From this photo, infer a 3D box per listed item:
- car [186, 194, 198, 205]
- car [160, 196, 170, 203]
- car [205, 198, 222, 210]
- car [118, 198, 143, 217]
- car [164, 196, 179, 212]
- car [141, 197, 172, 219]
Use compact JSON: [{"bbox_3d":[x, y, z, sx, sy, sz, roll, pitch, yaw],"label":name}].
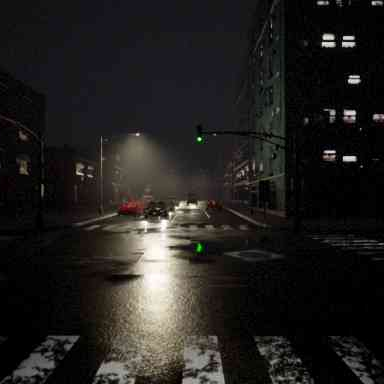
[{"bbox_3d":[0.010,1.562,58.813,2.033,1.411,5.357,0,0,0],"label":"car"},{"bbox_3d":[-5.665,1.601,70.947,1.802,1.307,4.206,1,0,0],"label":"car"},{"bbox_3d":[2.713,1.450,42.573,1.967,1.590,4.097,1,0,0],"label":"car"},{"bbox_3d":[-5.748,1.552,31.144,1.887,1.381,4.507,1,0,0],"label":"car"},{"bbox_3d":[-3.081,1.557,40.147,2.033,1.411,5.357,0,0,0],"label":"car"},{"bbox_3d":[-3.089,1.512,29.752,1.837,1.490,4.892,0,0,0],"label":"car"}]
